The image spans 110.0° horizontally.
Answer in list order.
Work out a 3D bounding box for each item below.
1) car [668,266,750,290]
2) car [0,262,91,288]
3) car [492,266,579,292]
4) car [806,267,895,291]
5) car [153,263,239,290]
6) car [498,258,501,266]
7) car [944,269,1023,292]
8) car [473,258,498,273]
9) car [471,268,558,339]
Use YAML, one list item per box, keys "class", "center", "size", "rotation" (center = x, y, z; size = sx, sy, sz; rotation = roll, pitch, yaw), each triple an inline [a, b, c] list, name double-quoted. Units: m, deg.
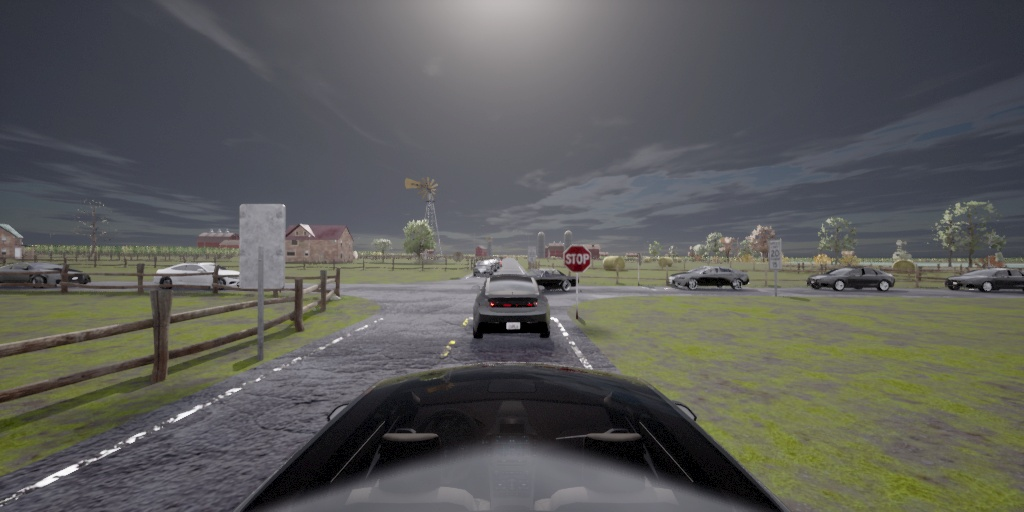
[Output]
- class: "car"
  center: [12.788, 1.394, 23.419]
  size: [4.902, 1.511, 2.128]
  rotation: [1, -1, -2]
- class: "car"
  center: [-26.372, 1.046, 19.962]
  size: [4.181, 1.385, 1.994]
  rotation: [1, -1, -1]
- class: "car"
  center: [1.491, 1.367, 20.186]
  size: [4.718, 1.301, 1.895]
  rotation: [1, 0, -35]
- class: "car"
  center: [22.190, 1.497, 23.594]
  size: [4.892, 1.490, 1.837]
  rotation: [1, -1, -1]
- class: "car"
  center: [-17.252, 1.101, 20.088]
  size: [4.674, 1.442, 1.812]
  rotation: [1, -1, -1]
- class: "car"
  center: [-2.872, 1.236, 46.270]
  size: [2.128, 1.511, 4.902]
  rotation: [0, 0, 0]
- class: "car"
  center: [31.692, 1.584, 23.720]
  size: [4.892, 1.490, 1.837]
  rotation: [1, -1, -1]
- class: "car"
  center: [-2.875, 1.238, 36.824]
  size: [2.128, 1.511, 4.902]
  rotation: [0, 0, 0]
- class: "car"
  center: [-0.078, 1.255, 10.139]
  size: [1.837, 1.490, 4.892]
  rotation: [0, 0, -3]
